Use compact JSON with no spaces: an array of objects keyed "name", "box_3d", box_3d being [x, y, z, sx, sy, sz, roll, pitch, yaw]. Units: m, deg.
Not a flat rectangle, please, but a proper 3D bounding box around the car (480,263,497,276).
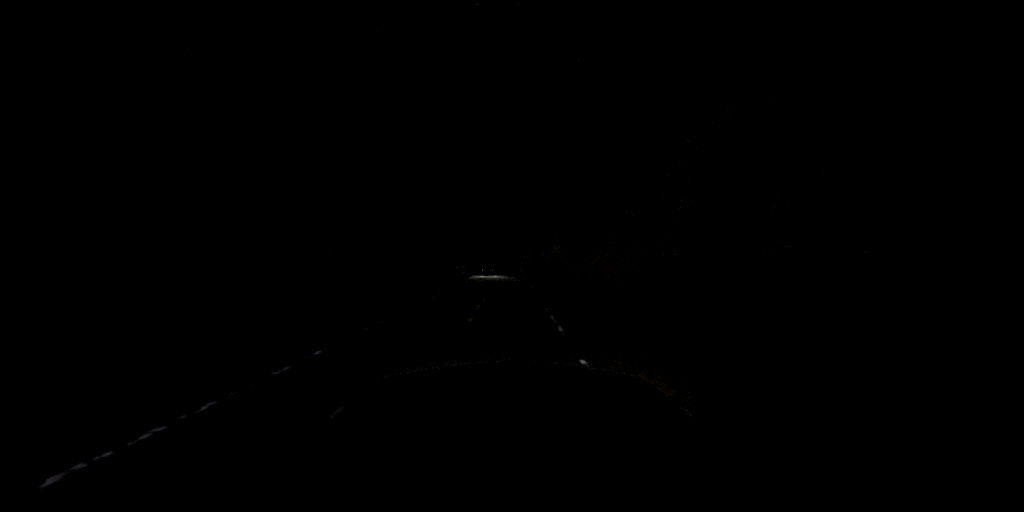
[{"name":"car","box_3d":[-2.842,1.583,44.022,1.882,1.535,5.008,0,0,0]}]
